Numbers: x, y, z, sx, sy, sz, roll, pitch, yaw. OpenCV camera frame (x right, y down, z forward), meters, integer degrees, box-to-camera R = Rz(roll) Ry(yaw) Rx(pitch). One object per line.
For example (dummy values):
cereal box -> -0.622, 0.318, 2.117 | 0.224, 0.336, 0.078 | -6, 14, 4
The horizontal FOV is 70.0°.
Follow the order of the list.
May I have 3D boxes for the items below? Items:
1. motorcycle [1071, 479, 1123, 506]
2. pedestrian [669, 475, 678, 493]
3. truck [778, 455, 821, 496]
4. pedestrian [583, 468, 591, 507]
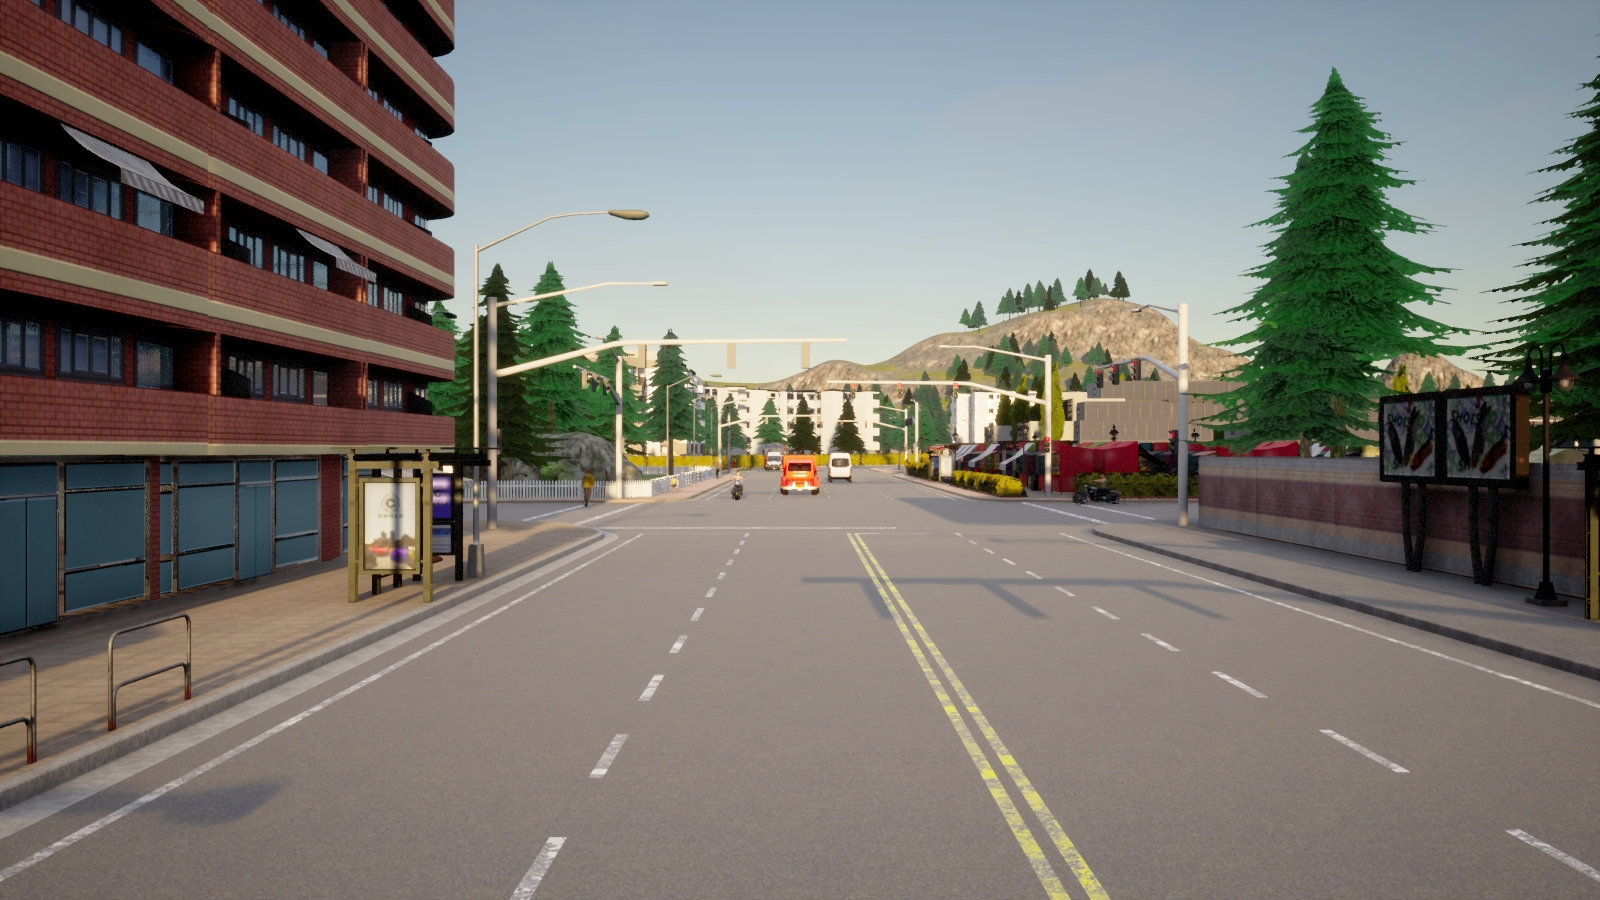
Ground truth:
motorcycle -> 14.721, 2.102, 56.667 | 2.356, 1.307, 0.764 | 0, 0, 0
pedestrian -> -7.740, 2.079, 70.049 | 0.500, 1.100, 0.500 | 0, 0, -1
truck -> -0.006, 1.572, 72.542 | 2.627, 2.467, 5.204 | 0, 0, 0
pedestrian -> -10.248, 1.795, 55.013 | 0.375, 1.860, 0.375 | 0, 0, -7
